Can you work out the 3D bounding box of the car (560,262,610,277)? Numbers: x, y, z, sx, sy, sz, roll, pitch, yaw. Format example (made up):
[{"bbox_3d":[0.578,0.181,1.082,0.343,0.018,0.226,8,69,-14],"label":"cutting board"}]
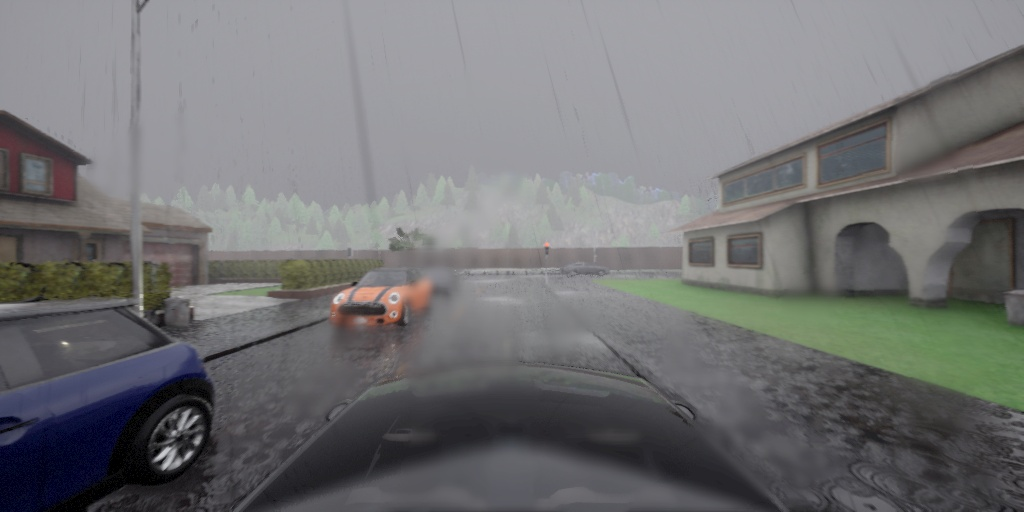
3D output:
[{"bbox_3d":[7.365,1.332,36.164,4.902,1.511,2.128,0,-1,-3],"label":"car"}]

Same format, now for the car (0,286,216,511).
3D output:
[{"bbox_3d":[-4.106,1.139,1.692,2.097,1.767,4.553,-1,0,2],"label":"car"}]

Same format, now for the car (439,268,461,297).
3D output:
[{"bbox_3d":[-3.962,1.425,19.790,1.837,1.490,4.892,-1,0,0],"label":"car"}]

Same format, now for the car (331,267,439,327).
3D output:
[{"bbox_3d":[-4.061,1.186,11.956,2.097,1.767,4.553,-1,0,0],"label":"car"}]
